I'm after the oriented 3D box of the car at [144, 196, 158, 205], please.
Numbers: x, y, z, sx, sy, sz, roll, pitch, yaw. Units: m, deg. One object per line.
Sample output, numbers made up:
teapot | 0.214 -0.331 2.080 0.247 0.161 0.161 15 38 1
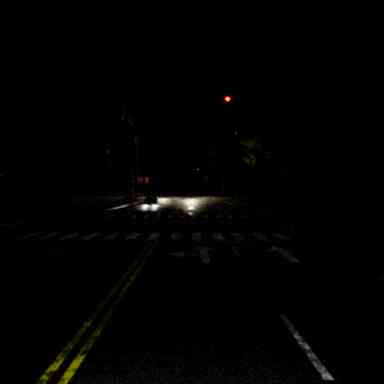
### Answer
car | -6.536 1.291 52.837 1.895 1.301 4.718 0 1 -2
